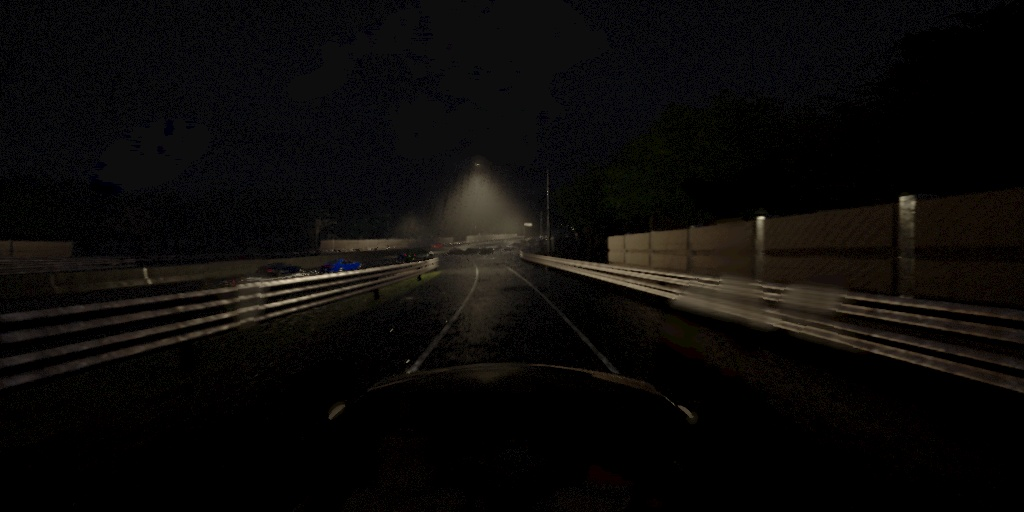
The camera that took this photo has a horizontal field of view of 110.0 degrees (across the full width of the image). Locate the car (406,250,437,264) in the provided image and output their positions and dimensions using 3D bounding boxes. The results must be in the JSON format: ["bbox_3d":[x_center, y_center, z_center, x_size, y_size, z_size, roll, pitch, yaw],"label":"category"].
[{"bbox_3d":[-11.763,0.460,48.643,2.128,1.511,4.902,0,3,13],"label":"car"}]

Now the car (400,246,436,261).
[{"bbox_3d":[-14.102,-0.075,54.098,2.150,2.045,5.566,0,3,13],"label":"car"}]

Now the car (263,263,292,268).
[{"bbox_3d":[-22.128,1.317,34.578,1.994,1.385,4.181,0,3,13],"label":"car"}]

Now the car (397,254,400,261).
[{"bbox_3d":[-16.809,0.048,57.951,1.812,1.442,4.674,0,3,13],"label":"car"}]

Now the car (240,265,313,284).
[{"bbox_3d":[-16.856,1.693,26.085,1.895,1.301,4.718,0,3,12],"label":"car"}]

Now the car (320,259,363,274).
[{"bbox_3d":[-17.824,1.062,37.723,1.882,1.535,5.008,0,3,13],"label":"car"}]
